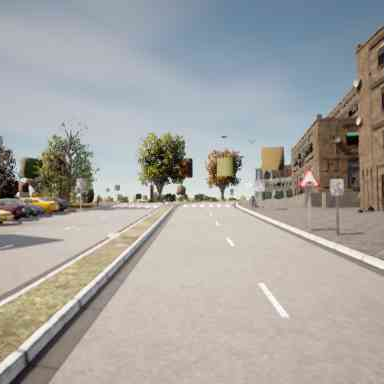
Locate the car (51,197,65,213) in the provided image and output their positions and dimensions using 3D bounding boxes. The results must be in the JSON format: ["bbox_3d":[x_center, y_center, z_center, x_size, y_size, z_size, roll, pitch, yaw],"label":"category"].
[{"bbox_3d":[-14.374,1.257,29.366,5.008,1.535,2.097,0,1,0],"label":"car"}]

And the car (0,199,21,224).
[{"bbox_3d":[-14.207,1.342,21.102,5.366,1.575,1.946,0,0,0],"label":"car"}]

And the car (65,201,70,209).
[{"bbox_3d":[-14.368,1.224,32.120,4.892,1.521,2.231,0,1,0],"label":"car"}]

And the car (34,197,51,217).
[{"bbox_3d":[-14.390,1.290,26.613,4.892,1.521,2.231,0,1,0],"label":"car"}]

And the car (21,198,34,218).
[{"bbox_3d":[-14.417,1.350,23.862,4.792,1.488,2.163,0,0,0],"label":"car"}]
